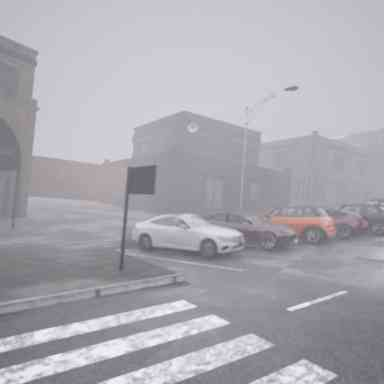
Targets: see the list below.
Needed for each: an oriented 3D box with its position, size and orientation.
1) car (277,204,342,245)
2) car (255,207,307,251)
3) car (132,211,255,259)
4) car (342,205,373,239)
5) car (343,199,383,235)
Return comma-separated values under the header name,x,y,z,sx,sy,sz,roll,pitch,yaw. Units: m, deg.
name,x,y,z,sx,sy,sz,roll,pitch,yaw
car,4.546,1.442,16.302,4.553,1.767,2.185,-1,-1,34
car,2.163,1.576,14.571,4.792,1.488,2.163,-1,-1,34
car,-0.249,1.566,12.850,4.674,1.452,2.002,-1,-1,34
car,6.884,1.618,18.068,4.792,1.488,2.163,-1,-1,34
car,9.321,1.483,19.768,4.553,1.767,2.185,-1,-1,34
